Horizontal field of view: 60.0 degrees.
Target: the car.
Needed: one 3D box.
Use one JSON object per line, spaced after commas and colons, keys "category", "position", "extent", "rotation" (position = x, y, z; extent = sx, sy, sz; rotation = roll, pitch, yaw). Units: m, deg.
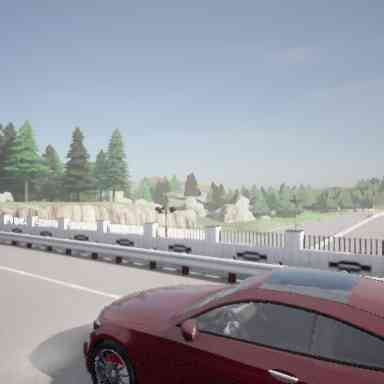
{"category": "car", "position": [0.944, 1.525, 3.310], "extent": [4.674, 1.442, 1.812], "rotation": [0, 0, 35]}
